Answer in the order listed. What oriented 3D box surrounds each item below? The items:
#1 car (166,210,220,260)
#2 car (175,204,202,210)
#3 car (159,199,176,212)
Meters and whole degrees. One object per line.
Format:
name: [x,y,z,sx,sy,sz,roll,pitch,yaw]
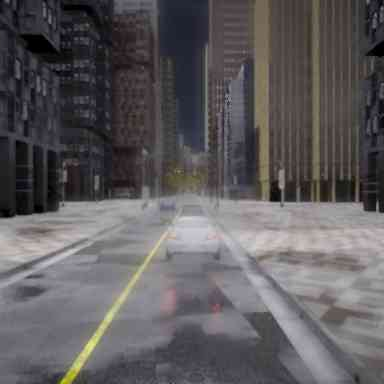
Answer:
car: [0.046,1.599,12.673,1.812,1.442,4.674,0,-1,0]
car: [0.027,1.689,25.413,2.033,1.411,5.357,0,0,0]
car: [-3.051,1.705,42.113,1.882,1.535,5.008,0,-1,0]
